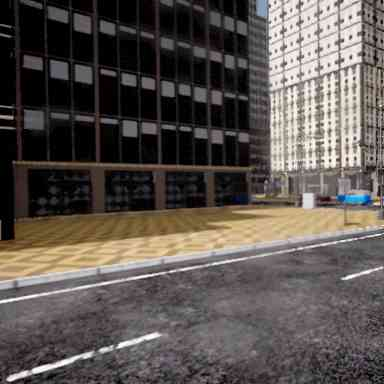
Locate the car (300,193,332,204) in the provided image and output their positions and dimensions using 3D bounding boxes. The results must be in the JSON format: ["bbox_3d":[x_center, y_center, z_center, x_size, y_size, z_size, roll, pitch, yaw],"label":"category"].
[{"bbox_3d":[17.220,0.866,46.465,1.887,1.381,4.507,-1,1,-34],"label":"car"}]

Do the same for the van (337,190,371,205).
[{"bbox_3d":[20.395,0.687,41.926,1.690,1.788,3.998,-1,1,-34],"label":"van"}]

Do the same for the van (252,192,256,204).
[{"bbox_3d":[7.156,0.809,46.342,1.690,1.788,3.998,-1,1,-34],"label":"van"}]
